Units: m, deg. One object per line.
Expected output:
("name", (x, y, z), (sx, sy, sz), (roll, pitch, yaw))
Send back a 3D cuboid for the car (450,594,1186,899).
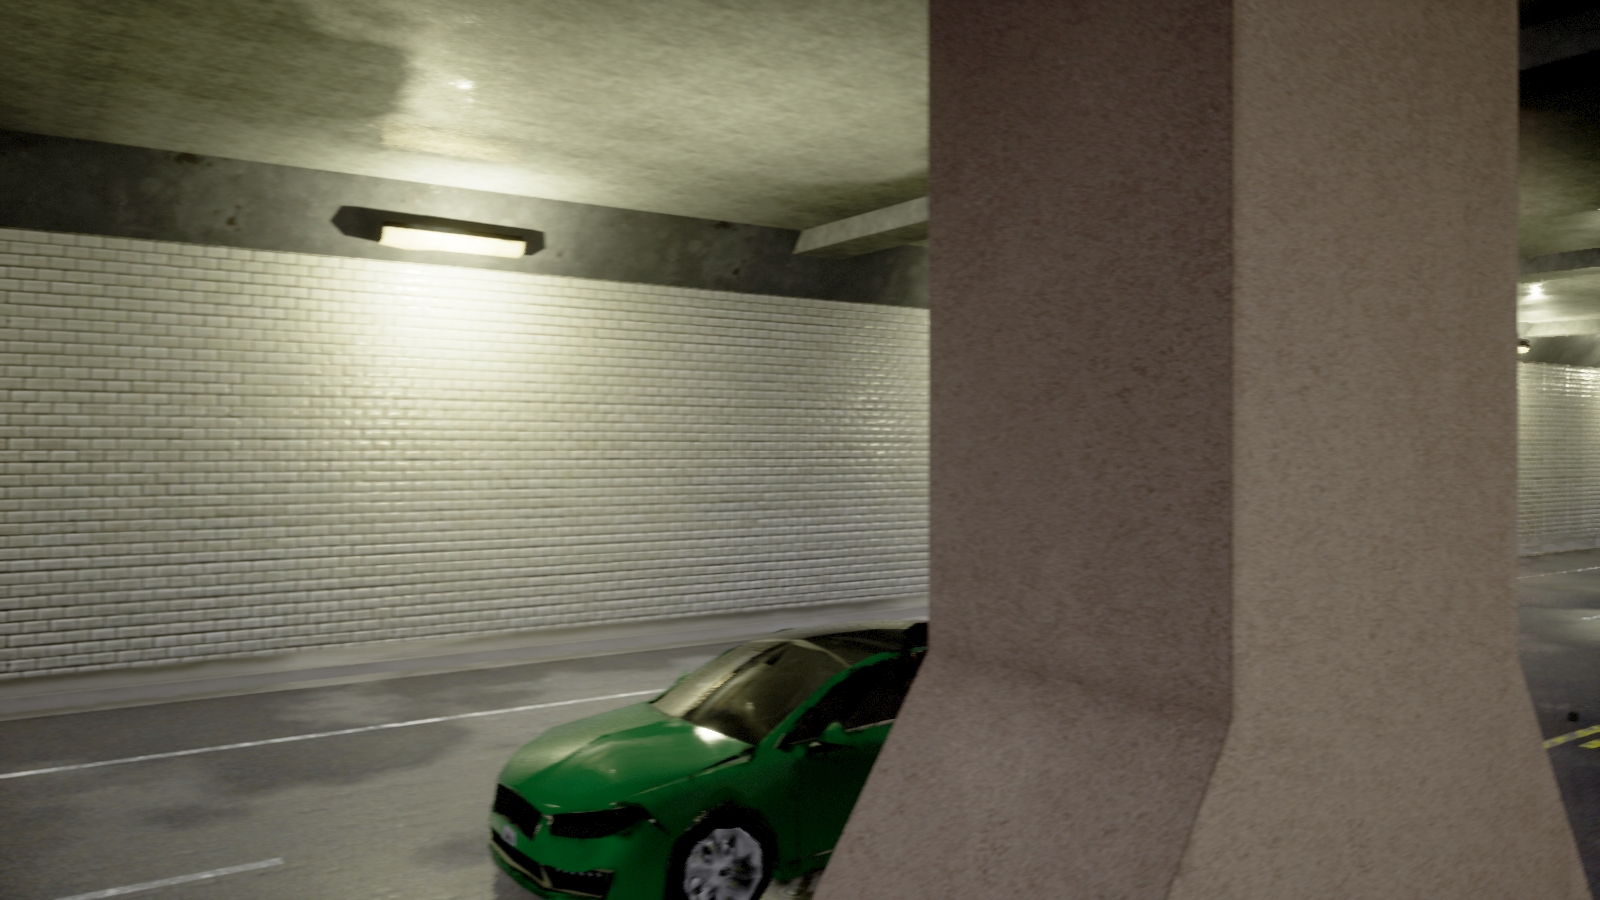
("car", (0.273, 2.060, 8.205), (4.892, 1.480, 2.231), (0, 0, -34))
